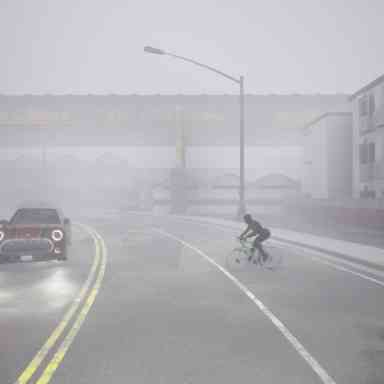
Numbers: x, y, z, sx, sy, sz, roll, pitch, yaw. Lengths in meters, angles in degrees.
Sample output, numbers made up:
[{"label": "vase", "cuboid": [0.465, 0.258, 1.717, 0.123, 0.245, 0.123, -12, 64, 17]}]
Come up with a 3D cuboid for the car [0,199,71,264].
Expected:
[{"label": "car", "cuboid": [-5.454, 1.309, 11.762, 2.097, 1.767, 4.553, 0, 0, -18]}]

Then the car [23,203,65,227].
[{"label": "car", "cuboid": [-10.307, 1.508, 22.936, 1.895, 1.301, 4.718, 1, 0, -33]}]

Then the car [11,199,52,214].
[{"label": "car", "cuboid": [-17.697, 1.570, 36.568, 4.902, 1.511, 2.128, -1, -2, 40]}]

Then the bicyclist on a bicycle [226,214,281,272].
[{"label": "bicyclist on a bicycle", "cuboid": [1.748, 1.449, 9.421, 1.656, 1.620, 0.582, -2, 1, -11]}]
